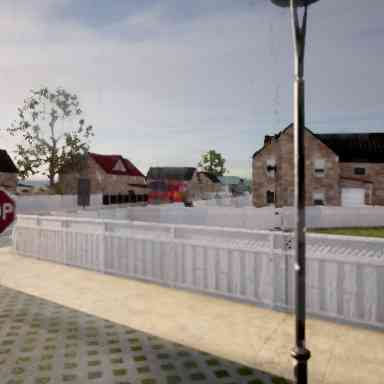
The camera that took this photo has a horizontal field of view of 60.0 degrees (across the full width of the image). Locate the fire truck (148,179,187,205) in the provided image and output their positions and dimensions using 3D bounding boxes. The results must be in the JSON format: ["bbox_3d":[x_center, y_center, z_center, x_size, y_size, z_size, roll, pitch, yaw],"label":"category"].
[{"bbox_3d":[-3.339,0.113,48.157,2.891,3.827,8.468,2,1,18],"label":"fire truck"}]
